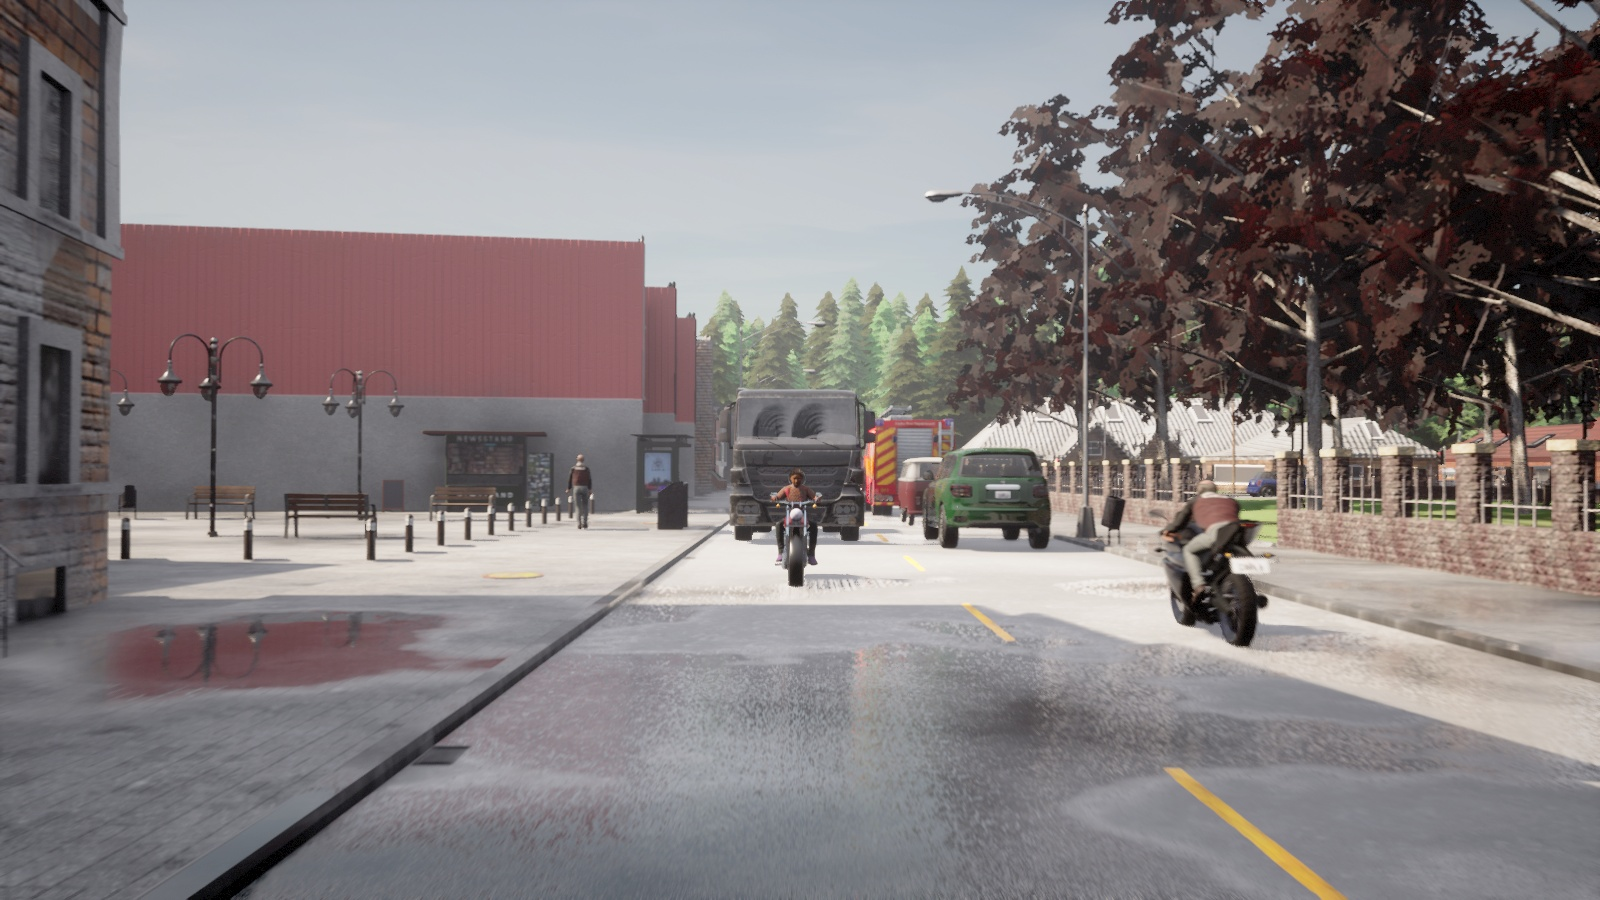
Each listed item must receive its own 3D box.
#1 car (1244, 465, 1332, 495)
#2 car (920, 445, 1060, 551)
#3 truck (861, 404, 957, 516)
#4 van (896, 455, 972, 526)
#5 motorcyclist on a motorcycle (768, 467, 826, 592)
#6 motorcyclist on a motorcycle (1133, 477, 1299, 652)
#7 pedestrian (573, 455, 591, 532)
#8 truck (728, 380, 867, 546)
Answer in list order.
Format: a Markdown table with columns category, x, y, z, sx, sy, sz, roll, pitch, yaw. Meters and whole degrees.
| category | x | y | z | sx | sy | sz | roll | pitch | yaw |
| --- | --- | --- | --- | --- | --- | --- | --- | --- | --- |
| car | 29.939 | 1.843 | 77.065 | 4.553 | 1.767 | 2.097 | 0 | -1 | -2 |
| car | 3.946 | 0.972 | 27.107 | 2.150 | 2.045 | 5.566 | 0 | -1 | 0 |
| truck | 3.922 | 0.425 | 47.226 | 2.891 | 3.827 | 8.468 | 0 | -1 | 0 |
| van | 3.934 | 1.181 | 37.581 | 1.775 | 1.987 | 4.442 | 0 | -1 | 0 |
| motorcyclist on a motorcycle | -0.042 | 1.062 | 17.720 | 0.766 | 1.649 | 2.350 | 0 | -1 | 0 |
| motorcyclist on a motorcycle | 3.970 | 1.038 | 12.211 | 0.866 | 1.530 | 2.191 | 0 | -1 | 0 |
| pedestrian | -5.323 | 1.059 | 30.676 | 0.376 | 1.854 | 0.720 | 0 | -1 | -5 |
| truck | -0.061 | 0.341 | 30.333 | 2.891 | 3.462 | 7.936 | 0 | -1 | 0 |
